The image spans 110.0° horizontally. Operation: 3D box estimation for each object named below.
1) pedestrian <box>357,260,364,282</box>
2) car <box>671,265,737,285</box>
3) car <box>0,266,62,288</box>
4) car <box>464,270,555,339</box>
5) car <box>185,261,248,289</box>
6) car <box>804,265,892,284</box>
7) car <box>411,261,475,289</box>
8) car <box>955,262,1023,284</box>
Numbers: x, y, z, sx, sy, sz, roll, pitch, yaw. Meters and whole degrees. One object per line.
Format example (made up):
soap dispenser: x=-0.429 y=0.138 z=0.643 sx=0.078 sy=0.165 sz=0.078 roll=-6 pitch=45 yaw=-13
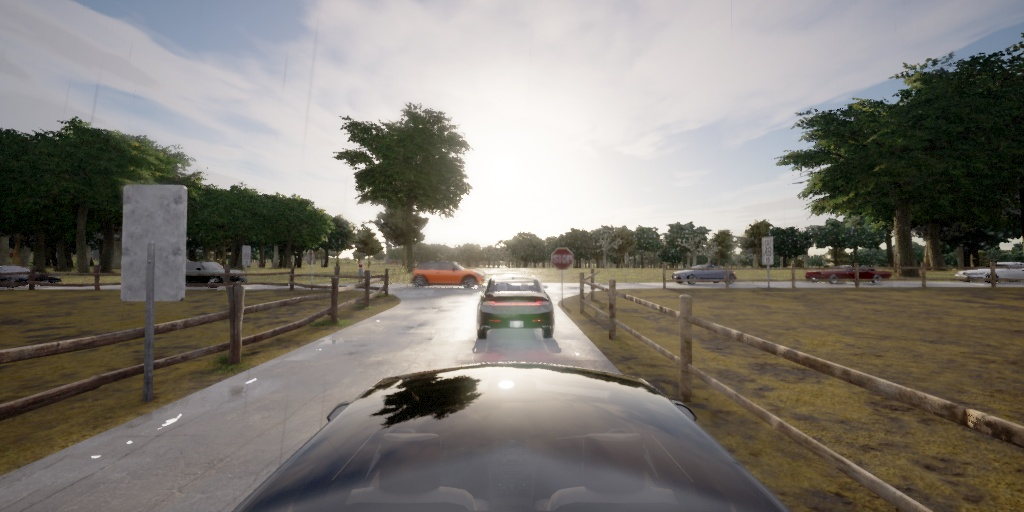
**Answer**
pedestrian: x=-12.188 y=1.189 z=28.848 sx=0.375 sy=1.860 sz=0.375 roll=0 pitch=-1 yaw=0
car: x=13.732 y=1.321 z=25.827 sx=4.181 sy=1.385 sz=1.994 roll=0 pitch=-2 yaw=0
car: x=-32.277 y=1.313 z=22.821 sx=5.357 sy=1.411 sz=2.033 roll=0 pitch=-2 yaw=0
car: x=0.041 y=1.255 z=10.106 sx=2.128 sy=1.511 sz=4.902 roll=0 pitch=0 yaw=-1
car: x=-19.548 y=1.122 z=22.853 sx=4.553 sy=1.767 sz=2.097 roll=0 pitch=-2 yaw=0
car: x=23.914 y=1.306 z=25.697 sx=4.718 sy=1.301 sz=1.895 roll=0 pitch=-2 yaw=3
car: x=-3.988 y=1.129 z=22.877 sx=4.553 sy=1.767 sz=2.097 roll=1 pitch=0 yaw=0
car: x=33.950 y=1.160 z=24.783 sx=4.674 sy=1.442 sz=1.812 roll=0 pitch=-2 yaw=9
